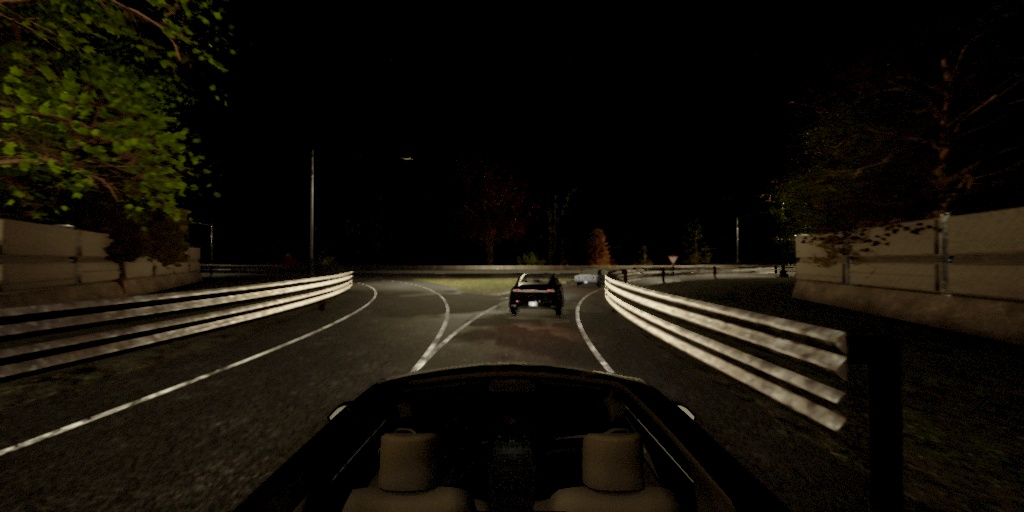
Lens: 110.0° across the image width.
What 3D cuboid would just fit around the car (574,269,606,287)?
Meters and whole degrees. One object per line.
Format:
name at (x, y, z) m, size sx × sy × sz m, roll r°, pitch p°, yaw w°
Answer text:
car at (6.750, 1.741, 29.281) m, size 1.895 × 1.301 × 4.718 m, roll 0°, pitch -1°, yaw 30°

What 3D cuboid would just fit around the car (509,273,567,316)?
car at (1.118, 1.418, 14.306) m, size 2.128 × 1.511 × 4.902 m, roll 0°, pitch -1°, yaw 10°
